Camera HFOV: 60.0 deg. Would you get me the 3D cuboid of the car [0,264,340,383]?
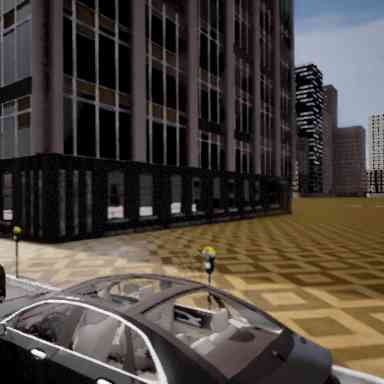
[{"bbox_3d":[-0.831,1.568,3.472,4.403,1.369,2.008,-1,0,36],"label":"car"}]
